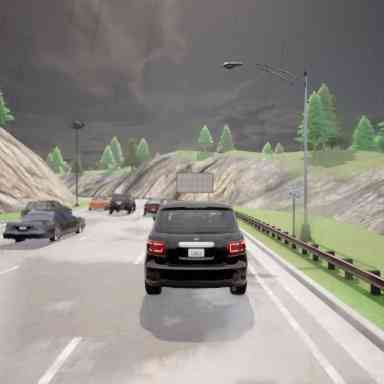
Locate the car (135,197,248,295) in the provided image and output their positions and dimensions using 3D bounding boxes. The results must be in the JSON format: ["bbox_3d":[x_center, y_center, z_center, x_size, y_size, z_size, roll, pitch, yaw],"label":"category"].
[{"bbox_3d":[0.087,1.221,8.866,2.150,2.045,5.566,0,0,0],"label":"car"}]

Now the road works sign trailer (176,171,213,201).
[{"bbox_3d":[0.186,0.464,21.584,2.380,3.560,2.880,0,0,0],"label":"road works sign trailer"}]

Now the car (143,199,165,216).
[{"bbox_3d":[-3.633,1.478,32.758,1.882,1.535,5.008,0,-1,-3],"label":"car"}]

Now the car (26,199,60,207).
[{"bbox_3d":[-10.438,1.354,24.158,2.097,1.767,4.553,0,0,0],"label":"car"}]

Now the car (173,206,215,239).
[{"bbox_3d":[0.096,1.559,18.088,1.994,1.385,4.181,0,0,0],"label":"car"}]

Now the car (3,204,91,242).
[{"bbox_3d":[-6.923,1.547,16.255,2.033,1.411,5.357,0,0,1],"label":"car"}]

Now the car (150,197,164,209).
[{"bbox_3d":[-4.824,1.505,45.701,1.837,1.490,4.892,0,0,-7],"label":"car"}]

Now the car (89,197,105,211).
[{"bbox_3d":[-11.355,1.354,41.335,2.097,1.767,4.553,0,0,-6],"label":"car"}]

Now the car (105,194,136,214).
[{"bbox_3d":[-7.276,1.223,35.189,2.150,2.045,5.566,0,0,-3],"label":"car"}]
